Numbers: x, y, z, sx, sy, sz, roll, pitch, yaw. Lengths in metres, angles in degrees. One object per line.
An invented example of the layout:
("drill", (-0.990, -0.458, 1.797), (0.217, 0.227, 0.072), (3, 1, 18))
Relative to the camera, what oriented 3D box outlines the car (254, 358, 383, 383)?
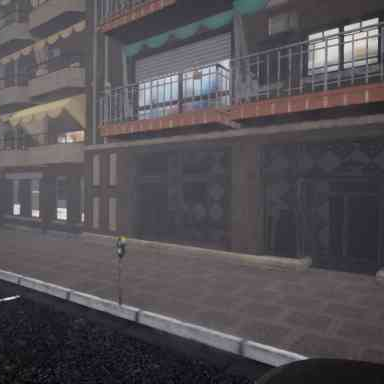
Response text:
("car", (2.147, 1.551, 1.326), (4.403, 1.369, 2.008), (0, 1, 36))
